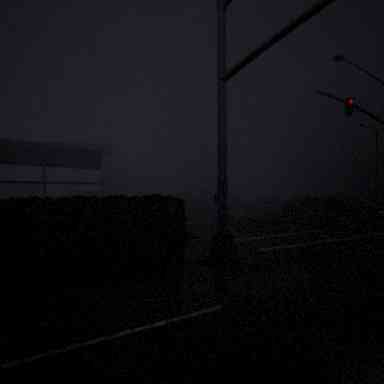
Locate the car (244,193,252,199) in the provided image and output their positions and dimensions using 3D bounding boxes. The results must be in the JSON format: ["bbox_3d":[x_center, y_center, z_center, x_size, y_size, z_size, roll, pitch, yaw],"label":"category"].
[{"bbox_3d":[14.548,0.786,73.524,5.027,1.636,2.152,0,0,-35],"label":"car"}]

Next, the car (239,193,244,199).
[{"bbox_3d":[10.606,0.867,78.599,3.806,1.475,1.970,0,0,-35],"label":"car"}]

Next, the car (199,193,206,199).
[{"bbox_3d":[2.731,0.981,77.563,4.514,1.523,2.007,0,0,-35],"label":"car"}]

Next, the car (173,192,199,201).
[{"bbox_3d":[-1.498,0.849,66.137,4.605,1.855,1.932,0,0,-35],"label":"car"}]

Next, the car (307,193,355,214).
[{"bbox_3d":[13.085,1.147,30.660,4.514,1.523,2.007,0,0,-35],"label":"car"}]

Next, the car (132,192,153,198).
[{"bbox_3d":[-8.424,1.170,61.249,3.806,1.475,1.970,0,0,-35],"label":"car"}]

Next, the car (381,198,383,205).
[{"bbox_3d":[26.627,1.064,43.775,3.806,1.475,1.970,0,0,-35],"label":"car"}]

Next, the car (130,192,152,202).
[{"bbox_3d":[-9.830,0.882,64.323,3.866,1.878,1.905,0,0,-35],"label":"car"}]

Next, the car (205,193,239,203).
[{"bbox_3d":[5.057,1.054,55.521,4.514,1.523,2.007,0,0,-35],"label":"car"}]

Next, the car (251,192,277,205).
[{"bbox_3d":[10.747,1.075,47.307,3.633,1.501,1.845,0,0,-35],"label":"car"}]

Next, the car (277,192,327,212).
[{"bbox_3d":[11.245,1.138,33.201,5.027,1.636,2.152,0,0,-35],"label":"car"}]
